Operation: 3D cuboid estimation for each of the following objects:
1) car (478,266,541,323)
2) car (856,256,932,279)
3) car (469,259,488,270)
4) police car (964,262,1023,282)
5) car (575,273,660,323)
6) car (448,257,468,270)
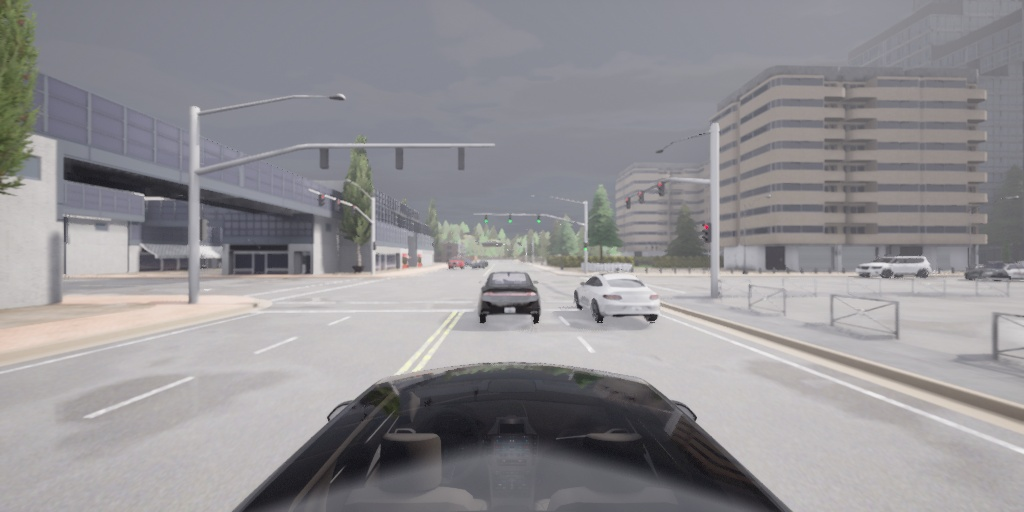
[{"bbox_3d":[-0.107,1.269,12.184,2.128,1.511,4.902,0,0,-1],"label":"car"},{"bbox_3d":[34.984,1.053,32.912,5.566,2.045,2.150,0,0,-2],"label":"car"},{"bbox_3d":[-5.296,1.458,57.064,1.994,1.385,4.181,0,0,-1],"label":"car"},{"bbox_3d":[40.253,1.327,29.493,4.974,1.542,2.038,0,0,-2],"label":"police car"},{"bbox_3d":[3.392,1.303,12.176,1.812,1.442,4.674,0,0,-1],"label":"car"},{"bbox_3d":[-8.797,1.116,57.054,2.150,2.045,5.566,0,0,-1],"label":"car"}]
